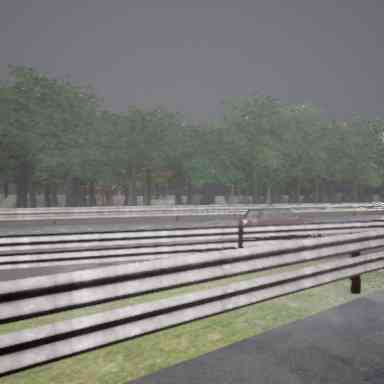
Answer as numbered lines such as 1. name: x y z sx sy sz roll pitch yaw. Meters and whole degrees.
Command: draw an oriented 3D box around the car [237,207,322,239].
1. car: 4.762 1.656 18.106 4.553 1.767 2.097 0 0 -20
